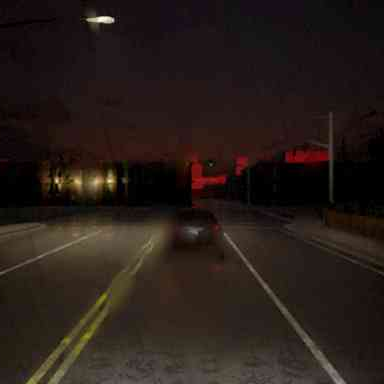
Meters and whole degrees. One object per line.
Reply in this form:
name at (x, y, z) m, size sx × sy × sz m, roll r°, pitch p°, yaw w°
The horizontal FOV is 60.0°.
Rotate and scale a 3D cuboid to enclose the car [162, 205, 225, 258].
car at (0.065, 1.350, 12.962) m, size 2.097 × 1.767 × 4.553 m, roll 0°, pitch 0°, yaw 0°
